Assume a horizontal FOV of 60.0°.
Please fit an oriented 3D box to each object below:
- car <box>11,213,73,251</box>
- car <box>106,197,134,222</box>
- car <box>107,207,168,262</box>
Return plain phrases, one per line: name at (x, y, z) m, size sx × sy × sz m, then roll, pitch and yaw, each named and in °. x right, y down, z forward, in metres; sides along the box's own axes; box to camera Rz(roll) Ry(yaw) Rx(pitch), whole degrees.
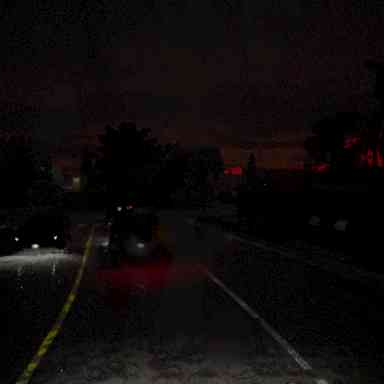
car at (-6.527, 1.673, 15.078) m, size 2.033 × 1.411 × 5.357 m, roll 0°, pitch 0°, yaw -14°
car at (-6.230, 1.439, 28.758) m, size 2.150 × 2.045 × 5.566 m, roll -1°, pitch 0°, yaw -11°
car at (-2.169, 1.566, 12.759) m, size 1.882 × 1.535 × 5.008 m, roll 0°, pitch 0°, yaw -14°
